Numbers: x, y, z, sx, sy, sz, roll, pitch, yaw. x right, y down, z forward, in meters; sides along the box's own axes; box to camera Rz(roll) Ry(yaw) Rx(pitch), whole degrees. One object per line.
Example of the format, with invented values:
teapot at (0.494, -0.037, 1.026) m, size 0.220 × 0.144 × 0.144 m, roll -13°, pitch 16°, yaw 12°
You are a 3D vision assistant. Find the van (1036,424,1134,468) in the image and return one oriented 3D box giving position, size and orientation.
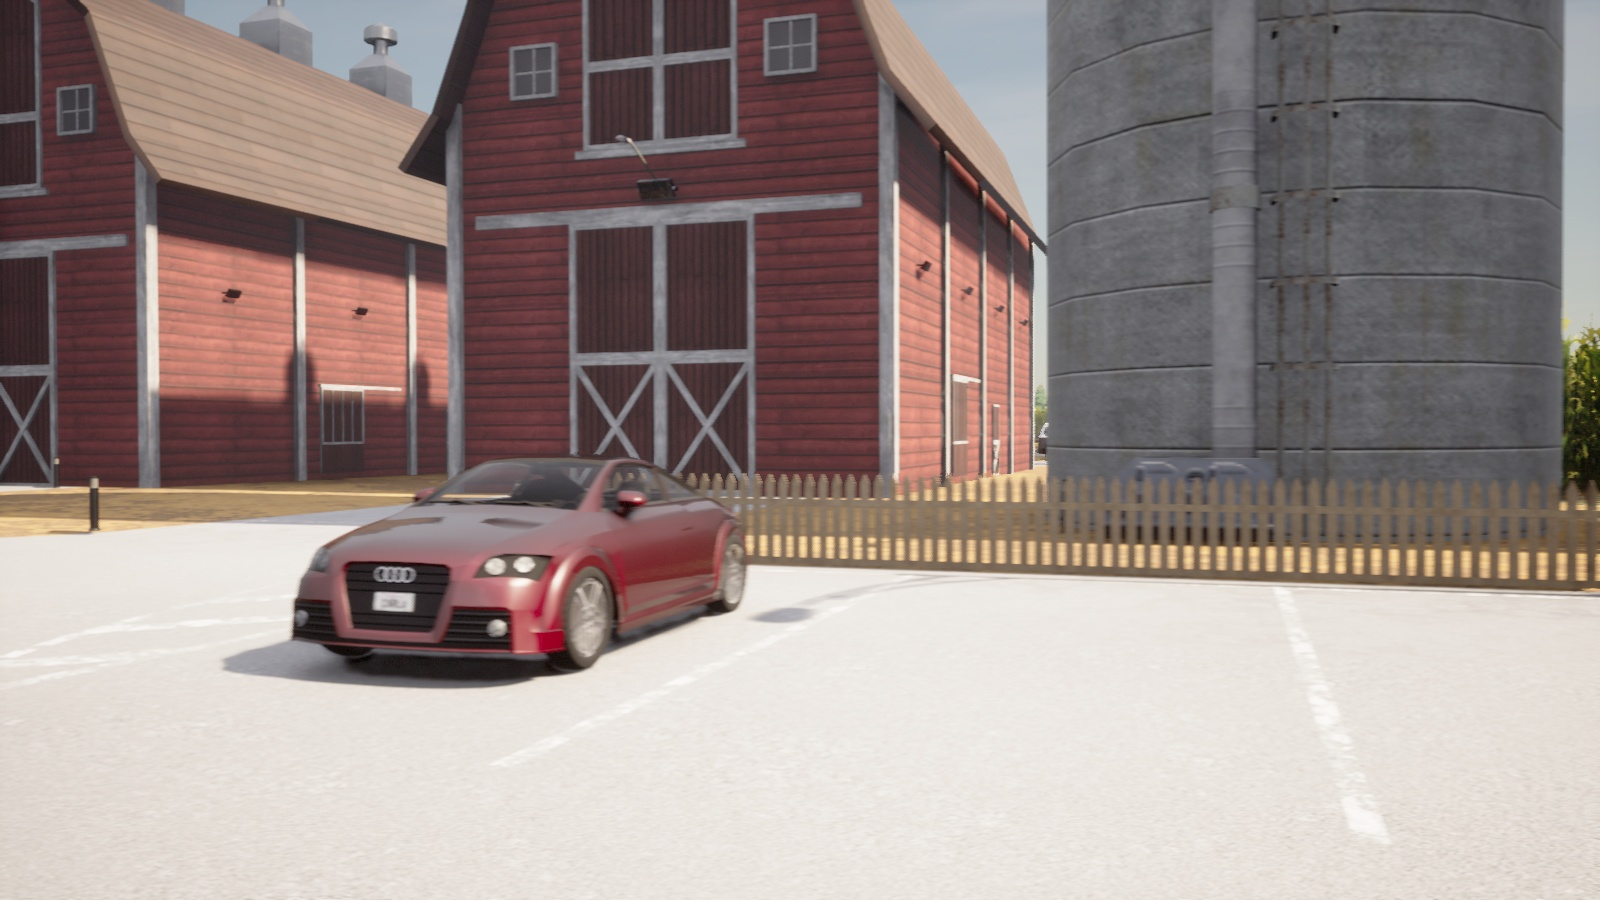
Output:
van at (13.649, -0.222, 60.129) m, size 4.480 × 2.038 × 2.069 m, roll 0°, pitch 1°, yaw 15°
